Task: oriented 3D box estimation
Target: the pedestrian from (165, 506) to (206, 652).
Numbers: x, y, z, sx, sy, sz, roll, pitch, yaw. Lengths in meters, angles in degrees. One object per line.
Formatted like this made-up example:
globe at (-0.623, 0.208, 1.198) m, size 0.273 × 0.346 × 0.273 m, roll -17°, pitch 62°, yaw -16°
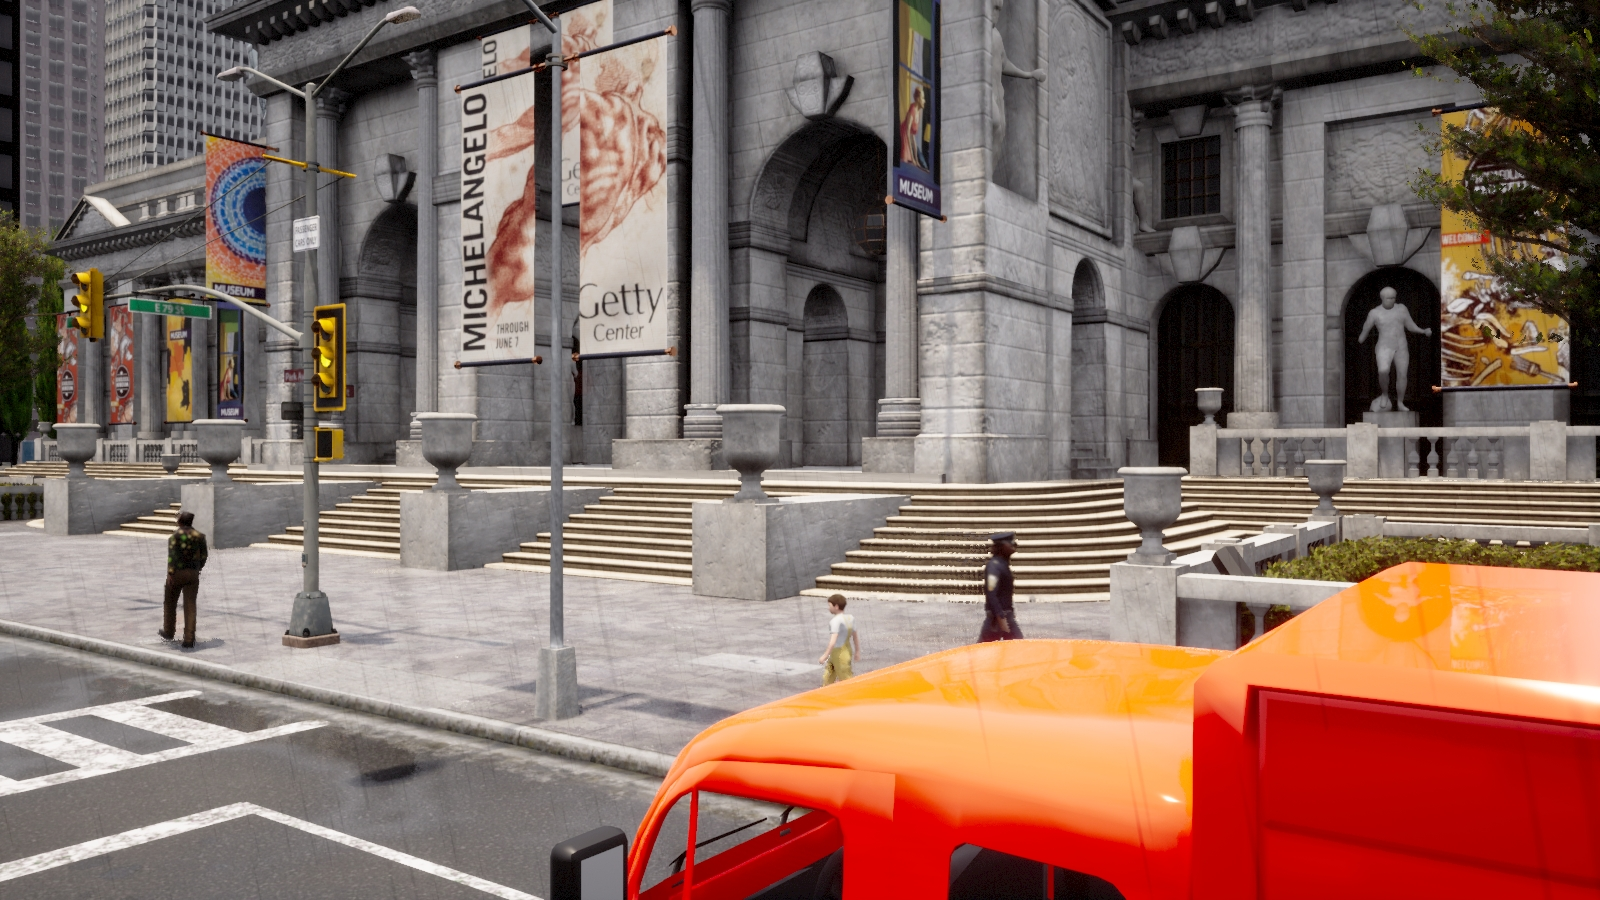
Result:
pedestrian at (-8.124, 1.690, 15.102) m, size 0.375 × 1.860 × 0.375 m, roll 0°, pitch 0°, yaw 43°

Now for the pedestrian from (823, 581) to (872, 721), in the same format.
pedestrian at (0.468, 1.973, 11.289) m, size 0.375 × 1.300 × 0.375 m, roll 0°, pitch 0°, yaw 23°

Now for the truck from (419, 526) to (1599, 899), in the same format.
truck at (1.935, 1.568, 2.414) m, size 5.204 × 2.467 × 2.627 m, roll 0°, pitch 0°, yaw 35°

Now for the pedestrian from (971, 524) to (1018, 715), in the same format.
pedestrian at (1.969, 1.694, 11.546) m, size 0.375 × 1.860 × 0.375 m, roll 0°, pitch 0°, yaw 26°
